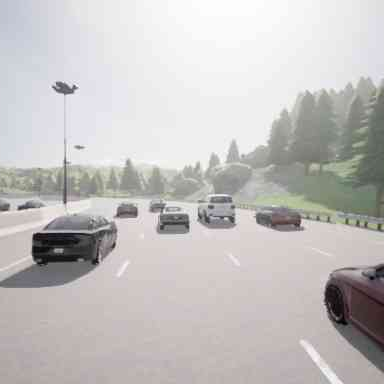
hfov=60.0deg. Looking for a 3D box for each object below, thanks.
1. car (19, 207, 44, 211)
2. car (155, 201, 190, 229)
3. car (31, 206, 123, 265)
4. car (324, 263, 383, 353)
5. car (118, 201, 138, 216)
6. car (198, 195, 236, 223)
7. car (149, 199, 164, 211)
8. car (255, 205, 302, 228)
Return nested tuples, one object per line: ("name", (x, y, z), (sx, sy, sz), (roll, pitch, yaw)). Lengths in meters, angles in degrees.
("car", (-18.041, 1.637, 37.541), (1.895, 1.301, 4.718), (0, 0, -11))
("car", (-1.226, 1.551, 21.885), (2.033, 1.411, 5.357), (0, 0, -7))
("car", (-3.885, 1.486, 11.787), (1.882, 1.535, 5.008), (0, 0, -4))
("car", (3.447, 1.557, 4.460), (1.994, 1.385, 4.181), (0, 0, -1))
("car", (-6.281, 1.577, 32.543), (1.994, 1.385, 4.181), (0, 0, -9))
("car", (1.810, 1.219, 25.852), (2.150, 2.045, 5.566), (0, 0, -7))
("car", (-4.222, 1.557, 40.832), (2.033, 1.411, 5.357), (0, 0, -12))
("car", (5.712, 1.554, 22.455), (1.994, 1.385, 4.181), (0, 0, -6))
